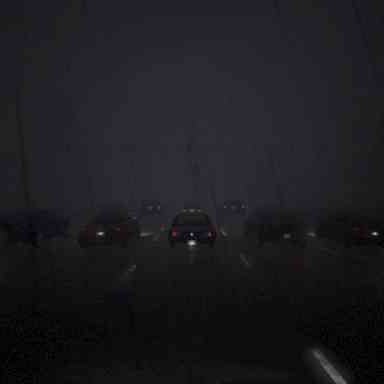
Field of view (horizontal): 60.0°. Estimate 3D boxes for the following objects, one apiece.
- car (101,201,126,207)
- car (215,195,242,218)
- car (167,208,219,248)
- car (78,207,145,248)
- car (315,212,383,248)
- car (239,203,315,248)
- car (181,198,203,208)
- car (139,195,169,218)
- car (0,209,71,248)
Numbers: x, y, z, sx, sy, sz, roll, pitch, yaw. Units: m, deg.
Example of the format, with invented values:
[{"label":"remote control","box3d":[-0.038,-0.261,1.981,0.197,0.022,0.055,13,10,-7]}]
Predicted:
[{"label":"car","box3d":[-7.000,1.532,29.735,1.812,1.442,4.674,0,0,0]},{"label":"car","box3d":[3.500,1.365,29.705,2.097,1.767,4.553,0,0,0]},{"label":"car","box3d":[0.000,1.615,14.765,1.895,1.301,4.718,0,0,0]},{"label":"car","box3d":[-3.500,1.571,14.735,1.994,1.385,4.181,0,0,0]},{"label":"car","box3d":[7.000,1.571,14.735,1.994,1.385,4.181,0,0,0]},{"label":"car","box3d":[3.500,1.484,14.735,1.882,1.535,5.008,0,0,0]},{"label":"car","box3d":[0.000,1.562,29.735,2.033,1.411,5.357,0,0,0]},{"label":"car","box3d":[-3.500,1.365,29.705,2.097,1.767,4.553,0,0,0]},{"label":"car","box3d":[-7.000,1.483,14.735,1.882,1.535,5.008,0,0,0]}]
